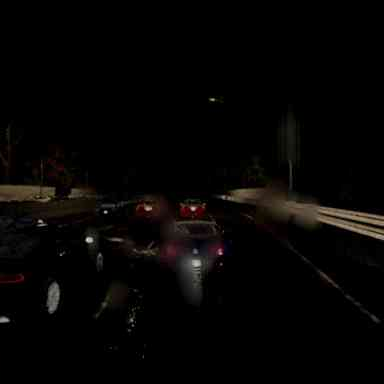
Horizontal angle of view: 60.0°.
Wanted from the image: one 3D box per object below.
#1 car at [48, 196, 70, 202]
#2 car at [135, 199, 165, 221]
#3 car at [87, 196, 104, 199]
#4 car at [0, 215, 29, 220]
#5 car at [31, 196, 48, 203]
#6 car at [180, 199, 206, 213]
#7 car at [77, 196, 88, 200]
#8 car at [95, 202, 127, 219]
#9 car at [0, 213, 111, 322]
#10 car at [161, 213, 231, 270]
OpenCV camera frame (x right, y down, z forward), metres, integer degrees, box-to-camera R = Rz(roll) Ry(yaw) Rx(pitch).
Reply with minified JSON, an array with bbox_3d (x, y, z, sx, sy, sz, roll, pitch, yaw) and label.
[{"bbox_3d":[-24.512,1.533,62.396,1.837,1.490,4.892,0,0,0],"label":"car"},{"bbox_3d":[-3.406,1.356,27.767,2.097,1.767,4.553,0,0,0],"label":"car"},{"bbox_3d":[-17.512,1.584,62.948,2.033,1.411,5.357,0,0,0],"label":"car"},{"bbox_3d":[-6.903,1.563,12.888,1.994,1.385,4.181,0,0,0],"label":"car"},{"bbox_3d":[-28.008,1.564,61.709,1.812,1.442,4.674,0,0,0],"label":"car"},{"bbox_3d":[0.095,1.356,27.796,2.097,1.767,4.553,0,0,0],"label":"car"},{"bbox_3d":[-21.009,1.548,64.630,1.837,1.490,4.892,0,0,0],"label":"car"},{"bbox_3d":[-6.905,1.568,28.609,1.994,1.385,4.181,0,0,0],"label":"car"},{"bbox_3d":[-3.406,1.476,7.350,1.882,1.535,5.008,0,0,0],"label":"car"},{"bbox_3d":[0.098,1.599,11.004,1.895,1.301,4.718,0,0,0],"label":"car"}]
